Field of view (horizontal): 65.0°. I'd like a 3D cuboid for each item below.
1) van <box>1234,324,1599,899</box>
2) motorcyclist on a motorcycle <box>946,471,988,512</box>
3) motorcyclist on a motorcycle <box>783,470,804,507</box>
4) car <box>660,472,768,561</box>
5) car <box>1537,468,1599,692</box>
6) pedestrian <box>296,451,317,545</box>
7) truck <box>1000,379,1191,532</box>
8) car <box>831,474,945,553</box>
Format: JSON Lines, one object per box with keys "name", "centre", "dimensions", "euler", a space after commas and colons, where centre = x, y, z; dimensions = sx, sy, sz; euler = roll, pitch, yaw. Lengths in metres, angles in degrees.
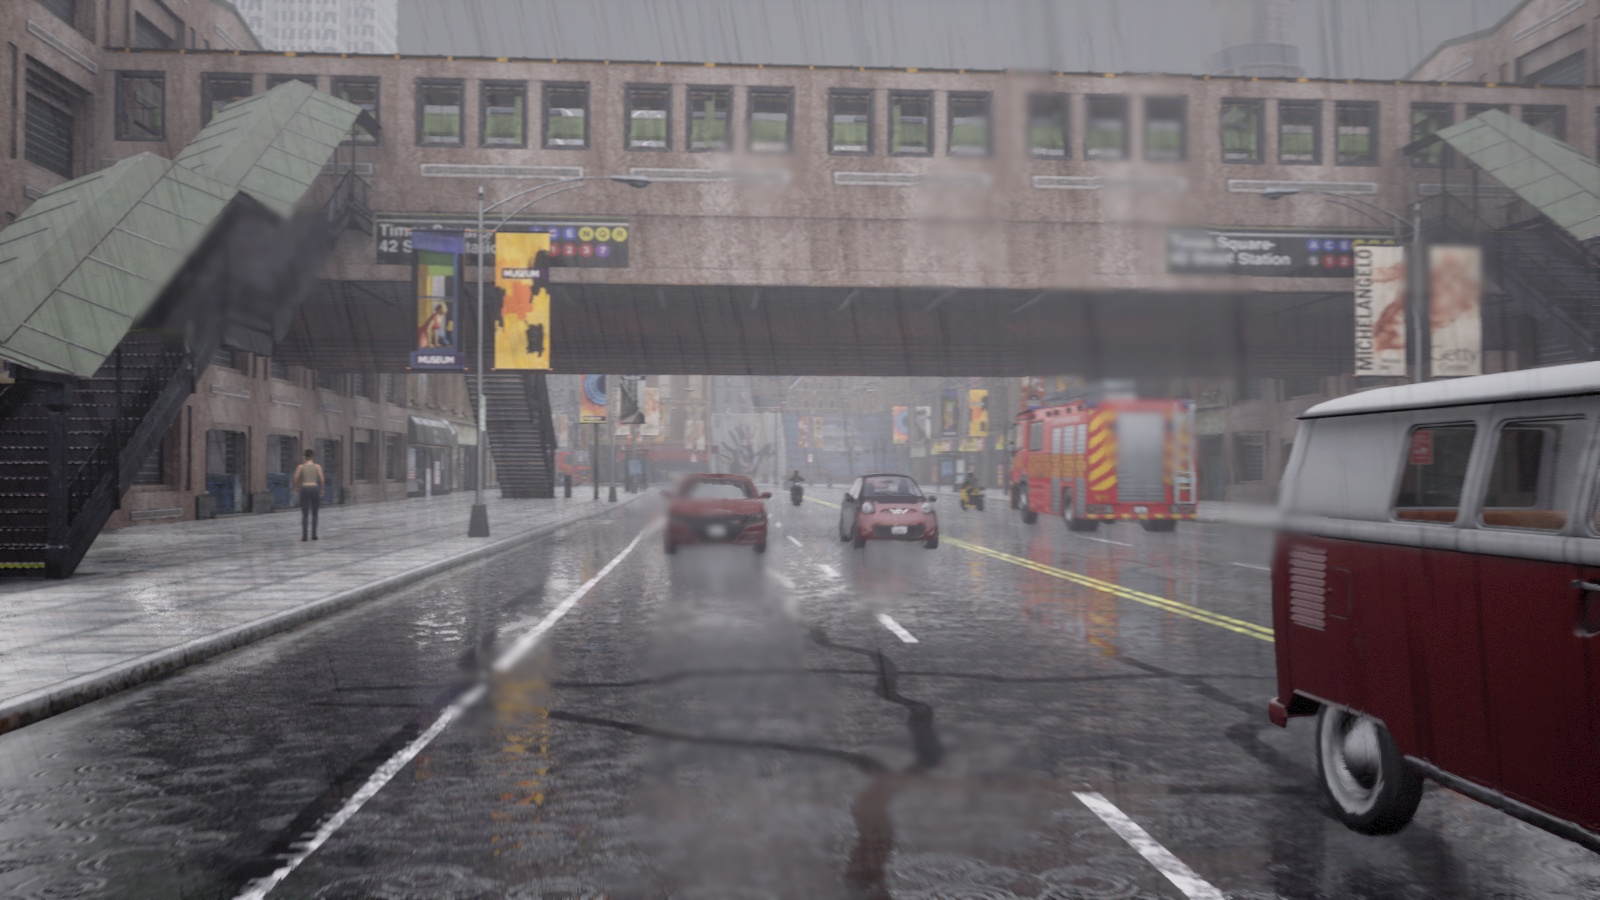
{"name": "van", "centre": [3.267, 0.618, 4.243], "dimensions": [1.775, 1.987, 4.442], "euler": [0, -1, -4]}
{"name": "motorcyclist on a motorcycle", "centre": [6.420, 1.567, 48.287], "dimensions": [0.797, 1.523, 2.044], "euler": [0, -1, -18]}
{"name": "motorcyclist on a motorcycle", "centre": [-0.314, 1.714, 56.461], "dimensions": [0.766, 1.649, 2.350], "euler": [0, -1, -4]}
{"name": "car", "centre": [-1.692, 1.217, 24.687], "dimensions": [1.882, 1.535, 5.008], "euler": [0, -1, -4]}
{"name": "car", "centre": [6.599, 0.843, 6.746], "dimensions": [2.128, 1.511, 4.902], "euler": [0, -1, -4]}
{"name": "pedestrian", "centre": [-9.790, 0.951, 24.939], "dimensions": [0.345, 1.836, 0.594], "euler": [0, -1, -17]}
{"name": "truck", "centre": [8.084, 0.198, 35.681], "dimensions": [2.891, 3.827, 8.468], "euler": [0, -1, -4]}
{"name": "car", "centre": [1.731, 1.253, 25.912], "dimensions": [1.845, 1.501, 3.633], "euler": [0, -1, -4]}
